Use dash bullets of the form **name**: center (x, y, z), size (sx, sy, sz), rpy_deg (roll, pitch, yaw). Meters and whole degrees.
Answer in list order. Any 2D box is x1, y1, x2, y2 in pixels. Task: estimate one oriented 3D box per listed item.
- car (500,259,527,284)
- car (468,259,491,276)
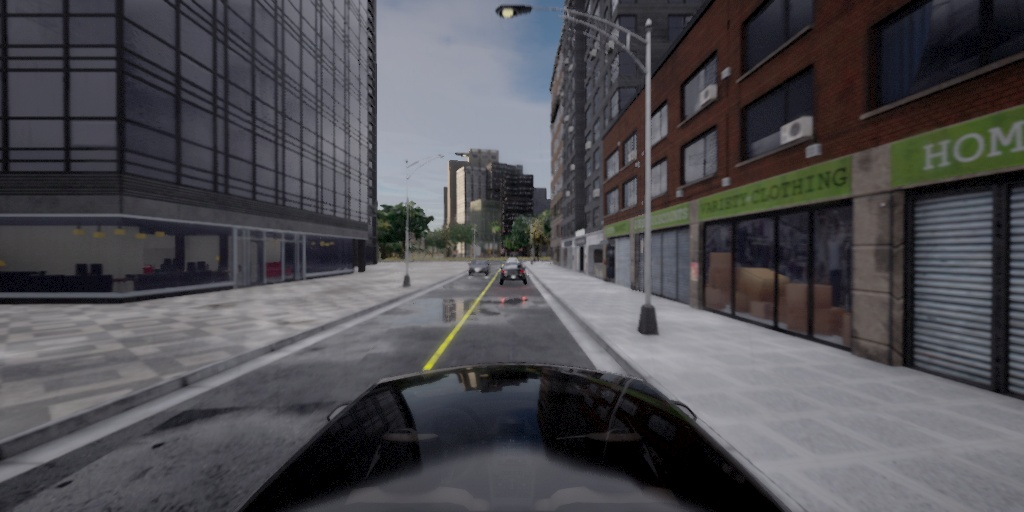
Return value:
- **car**: center (0.095, 1.176, 25.822), size (1.812, 1.442, 4.674), rpy_deg (0, 1, 0)
- **car**: center (-3.098, 1.053, 34.652), size (2.128, 1.511, 4.902), rpy_deg (0, 1, 0)
